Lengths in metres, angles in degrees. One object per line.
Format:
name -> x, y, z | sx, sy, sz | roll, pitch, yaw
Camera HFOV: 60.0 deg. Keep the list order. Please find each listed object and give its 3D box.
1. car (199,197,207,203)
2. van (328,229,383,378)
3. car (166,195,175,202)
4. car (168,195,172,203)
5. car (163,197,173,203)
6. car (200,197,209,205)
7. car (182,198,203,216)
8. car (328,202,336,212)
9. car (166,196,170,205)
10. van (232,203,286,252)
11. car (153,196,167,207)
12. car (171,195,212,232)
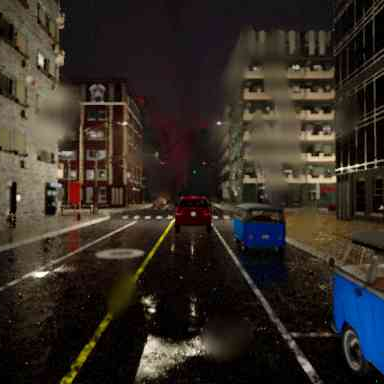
car -> 2.601, 1.982, 80.267 | 1.947, 1.339, 4.313 | 1, 0, 0
van -> 2.705, 1.357, 2.985 | 1.690, 1.788, 3.998 | 1, 0, 0
car -> -5.788, 1.793, 91.566 | 2.192, 1.841, 5.009 | 1, 0, 0
car -> -5.759, 1.671, 68.828 | 2.192, 1.841, 5.009 | 1, 0, 0
car -> -5.779, 1.967, 80.196 | 2.008, 1.369, 4.403 | 1, 0, 0
car -> 2.616, 1.882, 69.068 | 1.752, 1.417, 4.829 | 1, 0, 0
car -> 0.054, 1.535, 36.013 | 2.097, 1.767, 4.553 | 0, 0, 0
car -> 17.137, 1.585, 36.154 | 4.507, 1.381, 1.887 | 0, -1, 0
car -> -5.756, 1.850, 62.972 | 1.752, 1.417, 4.829 | 1, 0, 0
van -> 2.690, 1.413, 14.002 | 1.690, 1.788, 3.998 | 1, 0, 0
car -> -5.749, 1.878, 57.458 | 1.802, 1.307, 4.206 | 1, 0, 0
car -> 0.073, 1.329, 21.095 | 2.150, 2.045, 5.566 | 0, 0, 0
